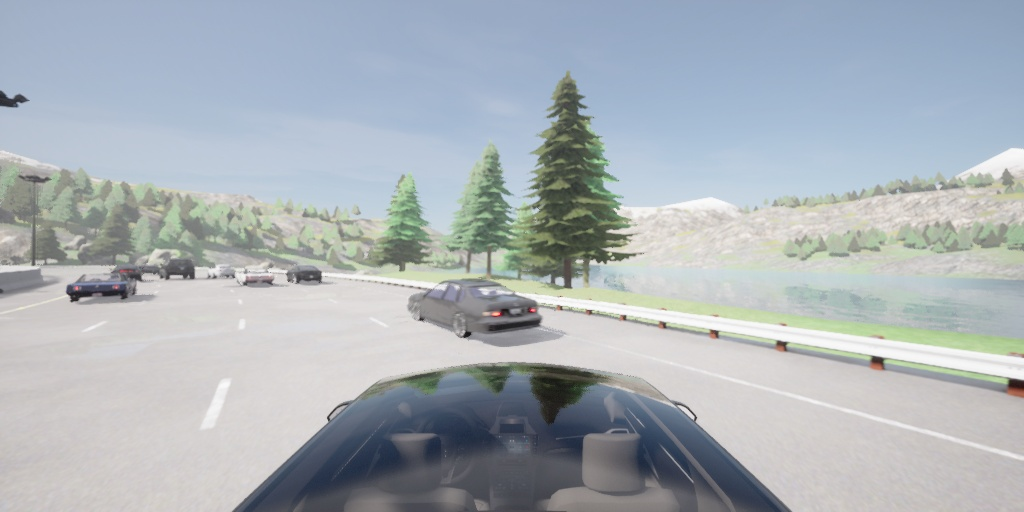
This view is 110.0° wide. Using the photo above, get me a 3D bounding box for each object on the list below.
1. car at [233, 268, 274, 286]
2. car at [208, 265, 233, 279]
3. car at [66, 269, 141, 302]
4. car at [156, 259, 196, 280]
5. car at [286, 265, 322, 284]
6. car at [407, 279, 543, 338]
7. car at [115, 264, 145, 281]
[{"bbox_3d":[-20.242,1.623,28.164,1.895,1.301,4.718,1,-1,-44],"label":"car"},{"bbox_3d":[-30.979,1.653,38.322,4.674,1.442,1.812,-1,-1,41],"label":"car"},{"bbox_3d":[-20.652,1.522,18.255,1.895,1.301,4.718,1,-1,-41],"label":"car"},{"bbox_3d":[-33.909,1.329,36.334,5.566,2.045,2.150,0,-1,39],"label":"car"},{"bbox_3d":[-17.717,1.524,30.474,1.882,1.535,5.008,1,-1,-43],"label":"car"},{"bbox_3d":[-1.371,1.388,10.610,2.033,1.411,5.357,0,-1,-36],"label":"car"},{"bbox_3d":[-35.801,1.578,33.282,4.892,1.490,1.837,-2,-2,41],"label":"car"}]
